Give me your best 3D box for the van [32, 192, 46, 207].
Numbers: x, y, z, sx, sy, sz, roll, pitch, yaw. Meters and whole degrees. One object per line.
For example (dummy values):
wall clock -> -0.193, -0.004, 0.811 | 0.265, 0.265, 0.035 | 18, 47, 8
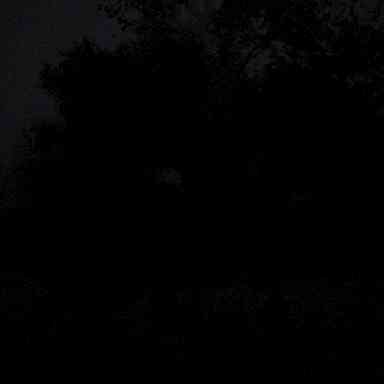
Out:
van -> -17.935, 0.943, 40.883 | 1.878, 1.987, 4.442 | 0, 1, -36

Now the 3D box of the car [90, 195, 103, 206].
car -> -13.332, 1.180, 43.824 | 1.946, 1.575, 5.366 | 0, 0, -36

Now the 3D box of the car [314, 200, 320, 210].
car -> 16.347, 1.783, 44.367 | 1.882, 1.535, 5.008 | 2, 0, -28

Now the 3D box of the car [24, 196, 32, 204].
car -> -24.613, 1.017, 51.277 | 1.946, 1.575, 5.366 | 0, 1, -36
